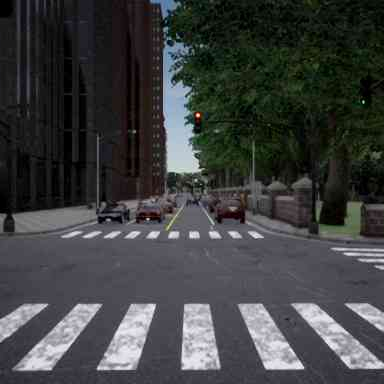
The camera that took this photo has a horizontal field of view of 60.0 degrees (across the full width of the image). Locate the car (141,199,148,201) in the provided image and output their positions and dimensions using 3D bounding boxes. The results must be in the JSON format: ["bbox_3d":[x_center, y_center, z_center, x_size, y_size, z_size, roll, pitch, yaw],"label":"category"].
[{"bbox_3d":[-5.745,1.549,41.421,2.008,1.369,4.403,0,0,0],"label":"car"}]

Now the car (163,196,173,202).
[{"bbox_3d":[-5.730,1.562,79.620,1.887,1.381,4.507,0,0,0],"label":"car"}]

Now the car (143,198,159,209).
[{"bbox_3d":[-5.743,1.582,46.878,1.802,1.307,4.206,0,0,0],"label":"car"}]

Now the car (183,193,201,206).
[{"bbox_3d":[0.078,1.356,55.328,2.097,1.767,4.553,0,0,0],"label":"car"}]

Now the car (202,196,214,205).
[{"bbox_3d":[2.787,1.445,57.795,1.967,1.590,4.097,0,0,0],"label":"car"}]

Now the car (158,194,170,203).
[{"bbox_3d":[-5.734,1.325,68.706,2.192,1.841,5.009,0,0,0],"label":"car"}]

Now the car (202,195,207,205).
[{"bbox_3d":[2.782,1.551,46.881,2.008,1.369,4.403,0,0,0],"label":"car"}]

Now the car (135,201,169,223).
[{"bbox_3d":[-3.089,1.593,25.495,1.895,1.301,4.718,0,0,0],"label":"car"}]

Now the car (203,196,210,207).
[{"bbox_3d":[2.780,1.549,41.424,2.008,1.369,4.403,0,0,0],"label":"car"}]

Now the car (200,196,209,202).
[{"bbox_3d":[2.793,1.539,74.334,1.752,1.417,4.829,0,0,0],"label":"car"}]

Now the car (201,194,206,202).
[{"bbox_3d":[2.784,1.443,52.338,1.967,1.590,4.097,0,0,0],"label":"car"}]

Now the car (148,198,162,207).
[{"bbox_3d":[-5.741,1.585,52.335,1.802,1.307,4.206,0,0,0],"label":"car"}]

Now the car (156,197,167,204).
[{"bbox_3d":[-5.736,1.589,63.249,1.802,1.307,4.206,0,0,0],"label":"car"}]

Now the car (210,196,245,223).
[{"bbox_3d":[2.773,1.307,25.056,2.192,1.841,5.009,0,0,0],"label":"car"}]

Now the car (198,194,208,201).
[{"bbox_3d":[2.798,1.338,85.077,2.192,1.841,5.009,0,0,0],"label":"car"}]

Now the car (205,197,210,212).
[{"bbox_3d":[2.778,1.562,35.968,1.947,1.339,4.313,0,0,0],"label":"car"}]

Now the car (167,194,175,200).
[{"bbox_3d":[-5.725,1.468,90.534,1.967,1.590,4.097,0,0,0],"label":"car"}]

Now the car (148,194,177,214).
[{"bbox_3d":[-3.084,1.348,35.488,2.097,1.767,4.553,0,0,1],"label":"car"}]

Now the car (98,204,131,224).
[{"bbox_3d":[-5.752,1.558,25.050,1.947,1.339,4.313,0,0,0],"label":"car"}]

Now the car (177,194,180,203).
[{"bbox_3d":[-3.066,1.505,47.539,1.837,1.490,4.892,0,0,0],"label":"car"}]
